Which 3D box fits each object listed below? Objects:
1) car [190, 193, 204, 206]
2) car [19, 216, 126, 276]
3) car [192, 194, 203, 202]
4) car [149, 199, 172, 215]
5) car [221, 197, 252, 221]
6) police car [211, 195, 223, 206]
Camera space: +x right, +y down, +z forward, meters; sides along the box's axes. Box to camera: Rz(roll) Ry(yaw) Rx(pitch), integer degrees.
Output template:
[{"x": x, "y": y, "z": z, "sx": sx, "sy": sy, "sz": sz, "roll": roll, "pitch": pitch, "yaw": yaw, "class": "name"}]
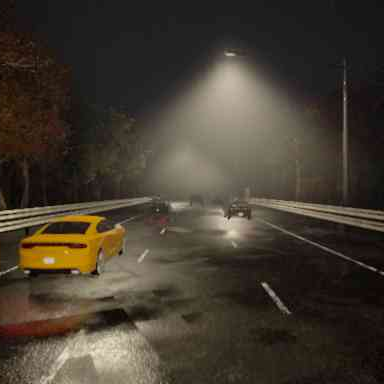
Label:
[{"x": 0.815, "y": 1.187, "z": 55.184, "sx": 2.150, "sy": 2.045, "sz": 5.566, "roll": 0, "pitch": 0, "yaw": 2, "class": "car"}, {"x": -3.367, "y": 1.474, "z": 10.341, "sx": 1.882, "sy": 1.535, "sz": 5.008, "roll": 0, "pitch": 0, "yaw": 0, "class": "car"}, {"x": 1.229, "y": 1.303, "z": 72.209, "sx": 2.097, "sy": 1.767, "sz": 4.553, "roll": 0, "pitch": 0, "yaw": 2, "class": "car"}, {"x": -3.130, "y": 1.475, "z": 33.244, "sx": 2.128, "sy": 1.511, "sz": 4.902, "roll": 0, "pitch": 0, "yaw": 1, "class": "car"}, {"x": 3.677, "y": 1.408, "z": 27.247, "sx": 1.837, "sy": 1.490, "sz": 4.892, "roll": 0, "pitch": 0, "yaw": 1, "class": "car"}, {"x": 4.231, "y": 1.312, "z": 55.633, "sx": 1.930, "sy": 1.638, "sz": 5.238, "roll": 0, "pitch": 0, "yaw": 1, "class": "police car"}]
